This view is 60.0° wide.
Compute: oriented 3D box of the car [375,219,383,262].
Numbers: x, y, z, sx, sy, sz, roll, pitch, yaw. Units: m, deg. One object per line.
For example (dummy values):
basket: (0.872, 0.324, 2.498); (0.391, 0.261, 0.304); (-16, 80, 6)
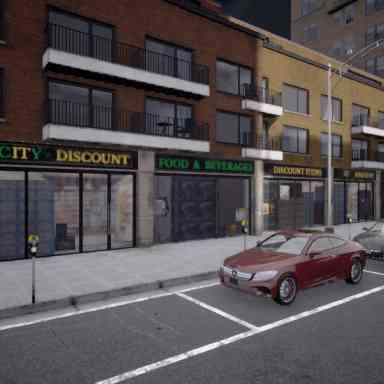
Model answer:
car: (7.051, 1.551, 11.202); (4.403, 1.369, 2.008); (0, 0, -35)

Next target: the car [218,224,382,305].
car: (2.554, 1.582, 8.002); (4.206, 1.307, 1.802); (0, 0, -35)
